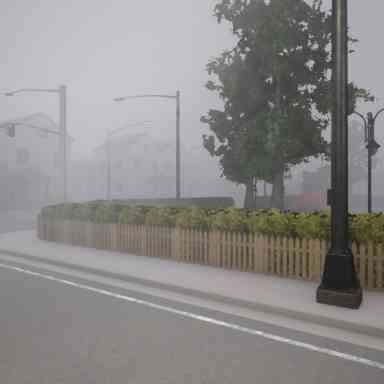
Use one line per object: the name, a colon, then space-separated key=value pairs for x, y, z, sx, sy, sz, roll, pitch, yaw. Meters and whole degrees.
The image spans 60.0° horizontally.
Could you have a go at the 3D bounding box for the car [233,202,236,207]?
car: x=4.875 y=1.564 z=49.126 sx=1.994 sy=1.385 sz=4.181 roll=0 pitch=0 yaw=35

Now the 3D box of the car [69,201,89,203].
car: x=-11.161 y=1.547 z=32.531 sx=2.033 sy=1.411 sz=5.357 roll=0 pitch=0 yaw=35
